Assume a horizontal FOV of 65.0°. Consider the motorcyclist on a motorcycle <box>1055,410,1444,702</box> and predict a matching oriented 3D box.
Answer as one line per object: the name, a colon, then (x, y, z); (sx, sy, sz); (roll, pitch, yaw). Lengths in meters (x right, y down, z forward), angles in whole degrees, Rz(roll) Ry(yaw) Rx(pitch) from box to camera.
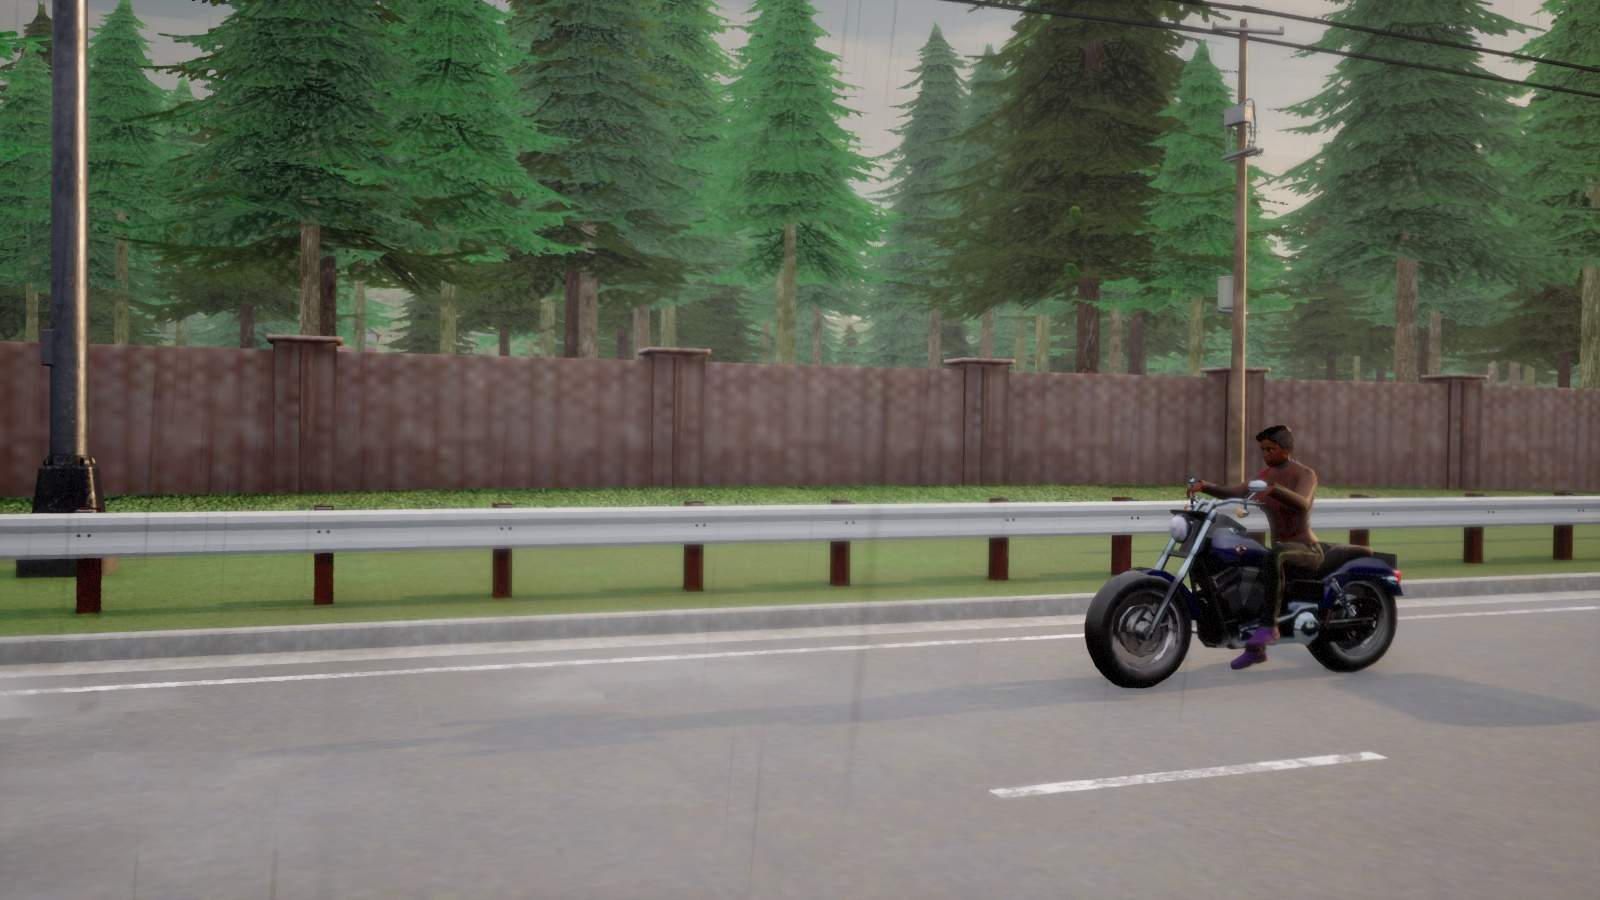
motorcyclist on a motorcycle: (2.843, 0.589, 7.918); (2.350, 1.649, 0.766); (-1, 1, -20)
